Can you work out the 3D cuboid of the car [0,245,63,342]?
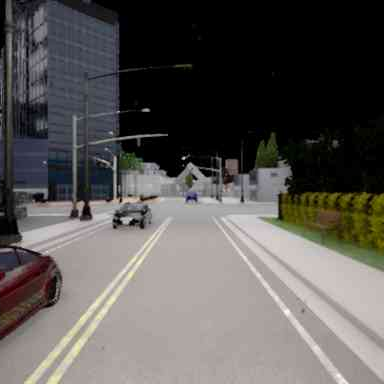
[{"bbox_3d":[-3.604,1.539,5.062,1.994,1.385,4.181,0,0,0],"label":"car"}]

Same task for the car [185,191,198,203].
[{"bbox_3d":[-0.064,0.906,61.400,2.150,2.045,5.566,0,0,0],"label":"car"}]

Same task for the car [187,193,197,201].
[{"bbox_3d":[-0.074,1.041,71.766,2.128,1.511,4.902,0,0,0],"label":"car"}]

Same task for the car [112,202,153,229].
[{"bbox_3d":[-3.560,1.388,20.500,2.128,1.511,4.902,0,0,1],"label":"car"}]
